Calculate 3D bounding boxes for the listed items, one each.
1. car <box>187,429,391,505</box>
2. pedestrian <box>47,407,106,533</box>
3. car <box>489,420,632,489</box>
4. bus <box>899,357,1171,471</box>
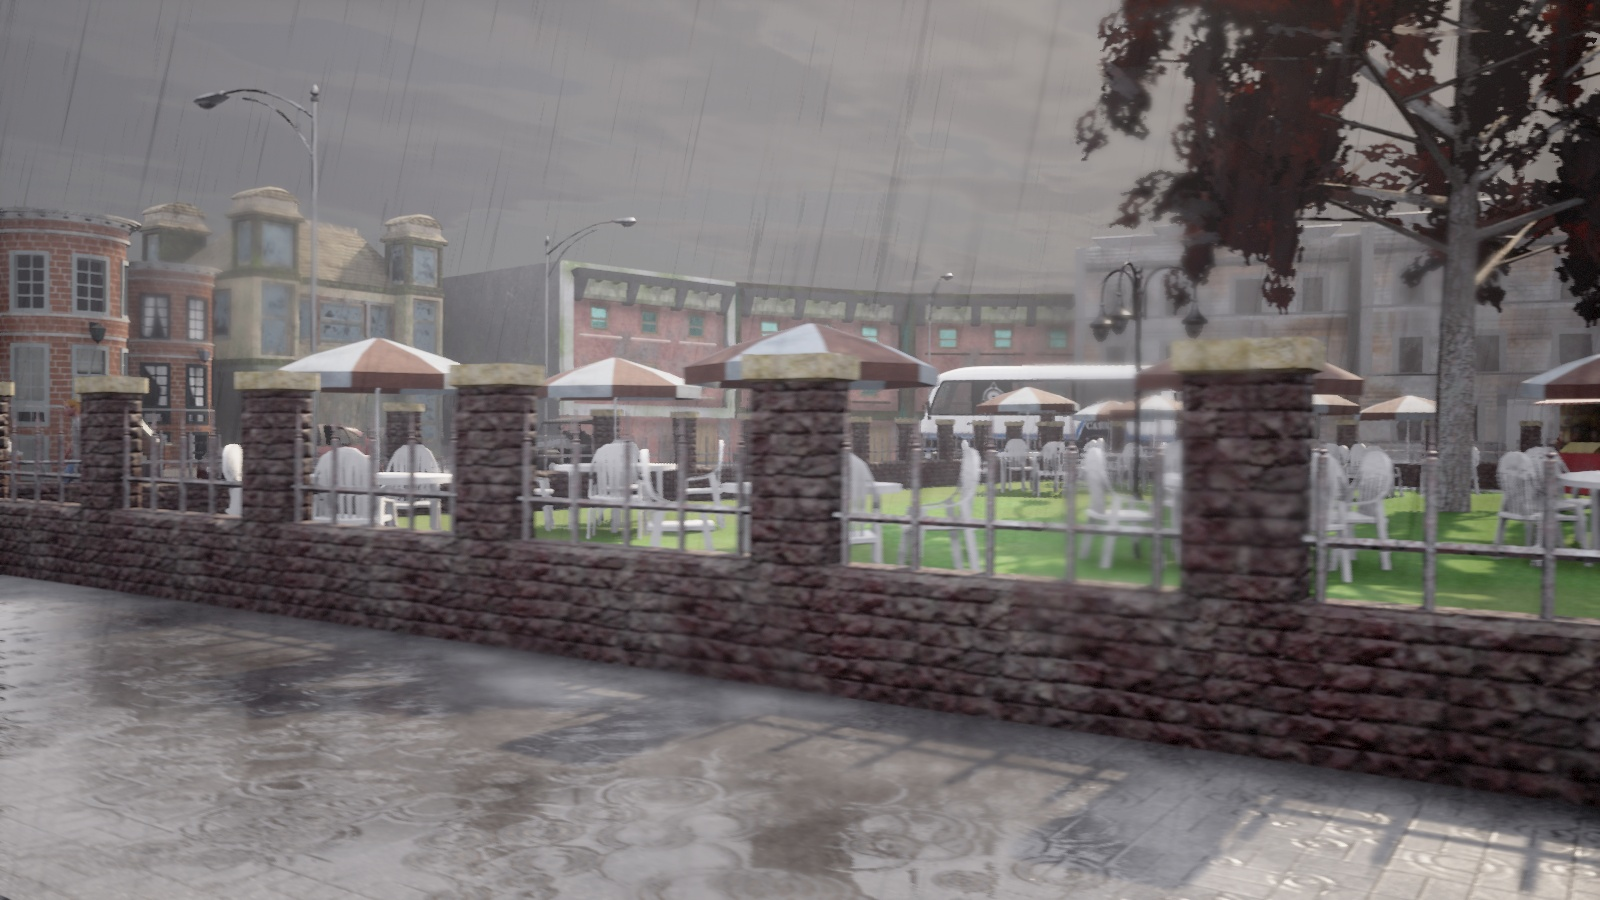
[{"bbox_3d":[-11.735,0.336,29.060,1.851,1.617,3.988,0,1,34],"label":"car"},{"bbox_3d":[-10.679,0.289,18.544,0.706,1.836,0.354,-1,1,-26],"label":"pedestrian"},{"bbox_3d":[-6.873,0.090,36.399,1.905,1.878,3.866,0,1,33],"label":"car"},{"bbox_3d":[9.502,-1.429,50.659,10.273,4.253,3.944,0,3,20],"label":"bus"}]
